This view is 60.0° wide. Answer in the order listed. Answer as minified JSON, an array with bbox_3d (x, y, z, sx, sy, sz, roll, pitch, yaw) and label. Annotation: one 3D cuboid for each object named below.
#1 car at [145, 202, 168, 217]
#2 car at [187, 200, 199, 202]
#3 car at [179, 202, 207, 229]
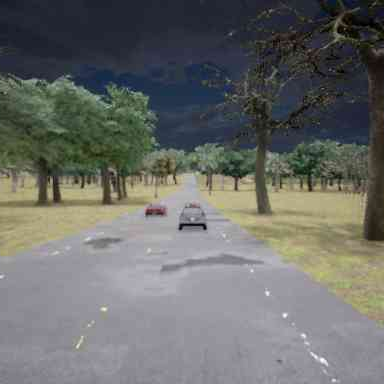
[{"bbox_3d":[-3.529,1.720,33.230,1.895,1.301,4.718,0,0,0],"label":"car"},{"bbox_3d":[0.087,1.643,42.807,1.895,1.301,4.718,0,1,0],"label":"car"},{"bbox_3d":[0.060,1.691,22.634,2.033,1.411,5.357,0,0,1],"label":"car"}]
